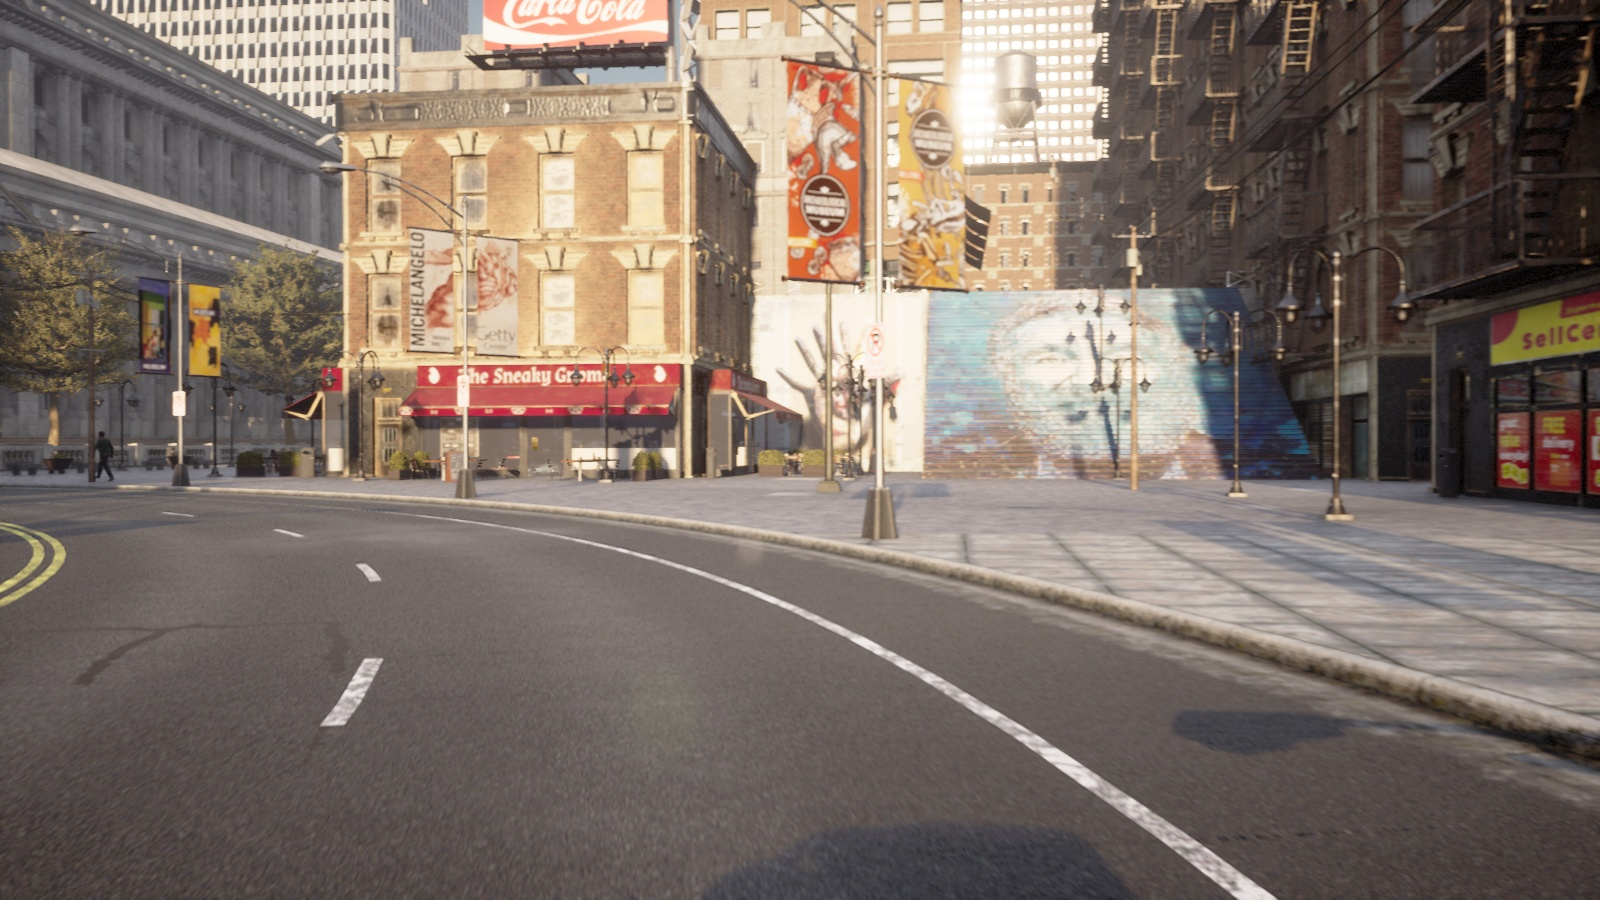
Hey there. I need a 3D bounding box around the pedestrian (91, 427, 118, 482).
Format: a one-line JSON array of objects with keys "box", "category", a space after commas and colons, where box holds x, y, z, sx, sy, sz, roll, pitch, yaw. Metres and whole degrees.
[{"box": [-24.966, 0.155, 45.085, 0.788, 1.949, 0.423, 0, 0, 16], "category": "pedestrian"}]
